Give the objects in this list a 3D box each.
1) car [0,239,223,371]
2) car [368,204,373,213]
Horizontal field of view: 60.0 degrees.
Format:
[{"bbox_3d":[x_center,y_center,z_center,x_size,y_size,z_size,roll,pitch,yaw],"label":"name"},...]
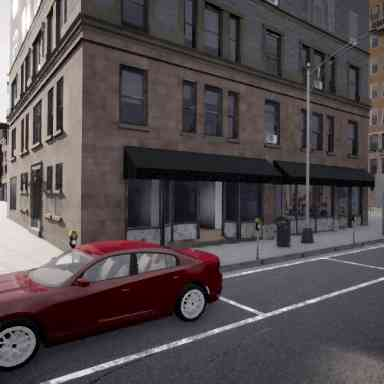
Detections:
[{"bbox_3d":[-1.518,1.545,5.672,4.507,1.381,1.887,0,1,-35],"label":"car"},{"bbox_3d":[15.901,1.385,33.902,1.812,1.442,4.674,1,0,-35],"label":"car"}]
